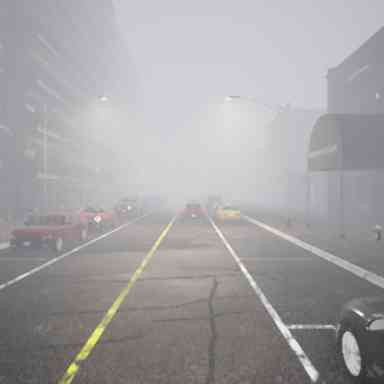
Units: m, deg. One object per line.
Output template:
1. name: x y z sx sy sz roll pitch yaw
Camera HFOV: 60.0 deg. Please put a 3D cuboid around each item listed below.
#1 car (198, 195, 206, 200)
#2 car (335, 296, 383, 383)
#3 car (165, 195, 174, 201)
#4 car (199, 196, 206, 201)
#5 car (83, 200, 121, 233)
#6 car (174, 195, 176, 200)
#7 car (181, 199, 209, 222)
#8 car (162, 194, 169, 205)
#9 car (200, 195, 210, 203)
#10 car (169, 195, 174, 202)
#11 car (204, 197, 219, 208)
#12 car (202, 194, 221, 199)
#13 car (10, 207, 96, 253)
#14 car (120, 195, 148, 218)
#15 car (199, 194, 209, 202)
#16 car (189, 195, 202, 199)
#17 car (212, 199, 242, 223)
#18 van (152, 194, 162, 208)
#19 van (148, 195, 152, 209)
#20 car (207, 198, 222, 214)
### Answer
1. car: 2.684 1.586 91.249 1.947 1.339 4.313 0 0 0
2. car: 2.692 1.548 2.621 2.008 1.369 4.403 0 0 0
3. car: -5.696 1.561 85.709 2.008 1.369 4.403 0 0 0
4. car: 2.684 1.593 85.709 1.802 1.307 4.206 0 0 0
5. car: -5.690 1.425 19.237 1.967 1.590 4.097 0 0 0
6. car: -5.695 1.554 80.170 2.008 1.369 4.403 0 0 0
7. car: 0.098 1.507 26.014 1.812 1.442 4.674 0 0 0
8. car: -5.693 1.301 58.013 2.192 1.841 5.009 0 0 0
9. car: 2.686 1.434 69.093 1.967 1.590 4.097 0 0 0
10. car: -5.695 1.564 74.633 1.947 1.339 4.313 0 0 0
11. car: 2.688 1.506 47.105 1.752 1.417 4.829 0 0 0
12. car: 2.689 1.295 41.396 2.192 1.841 5.009 0 0 0
13. car: -5.690 1.533 13.699 1.887 1.381 4.507 0 0 0
14. car: -5.691 1.295 30.317 2.192 1.841 5.009 0 0 0
15. car: 2.686 1.313 74.633 2.192 1.841 5.009 0 0 0
16. car: 0.098 1.545 46.623 1.994 1.385 4.181 0 0 0
17. car: 2.690 1.508 24.948 1.752 1.417 4.829 0 0 0
18. van: -5.693 1.322 46.934 1.690 1.788 3.998 0 0 0
19. van: -5.691 1.320 35.857 1.690 1.788 3.998 0 0 0
20. car: 2.689 1.531 30.317 2.008 1.369 4.403 0 0 0
